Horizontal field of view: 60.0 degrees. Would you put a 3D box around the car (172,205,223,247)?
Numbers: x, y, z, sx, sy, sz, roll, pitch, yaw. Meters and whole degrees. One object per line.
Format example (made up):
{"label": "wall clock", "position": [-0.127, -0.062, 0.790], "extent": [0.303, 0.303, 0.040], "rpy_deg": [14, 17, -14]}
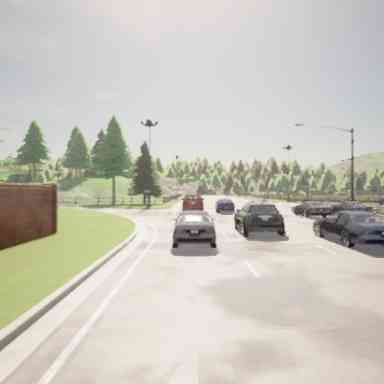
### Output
{"label": "car", "position": [0.096, 1.541, 15.046], "extent": [2.033, 1.411, 5.357], "rpy_deg": [0, 0, 0]}

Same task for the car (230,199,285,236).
{"label": "car", "position": [3.594, 1.344, 18.450], "extent": [2.097, 1.767, 4.553], "rpy_deg": [0, 0, 0]}

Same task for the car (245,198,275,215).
{"label": "car", "position": [7.090, 1.476, 35.251], "extent": [2.128, 1.511, 4.902], "rpy_deg": [0, 0, 0]}

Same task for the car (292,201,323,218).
{"label": "car", "position": [10.592, 1.534, 29.807], "extent": [2.033, 1.411, 5.357], "rpy_deg": [0, 0, 0]}

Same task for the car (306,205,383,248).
{"label": "car", "position": [7.095, 1.541, 14.706], "extent": [2.033, 1.411, 5.357], "rpy_deg": [0, 0, 0]}

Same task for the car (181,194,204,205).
{"label": "car", "position": [0.092, 1.206, 34.372], "extent": [2.150, 2.045, 5.566], "rpy_deg": [0, 0, 0]}

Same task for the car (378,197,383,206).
{"label": "car", "position": [31.519, 1.199, 50.973], "extent": [5.566, 2.045, 2.150], "rpy_deg": [0, 0, 29]}

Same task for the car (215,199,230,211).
{"label": "car", "position": [3.590, 1.461, 36.817], "extent": [1.882, 1.535, 5.008], "rpy_deg": [0, 0, 0]}

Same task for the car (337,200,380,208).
{"label": "car", "position": [14.092, 1.534, 29.839], "extent": [2.033, 1.411, 5.357], "rpy_deg": [0, 0, 0]}
